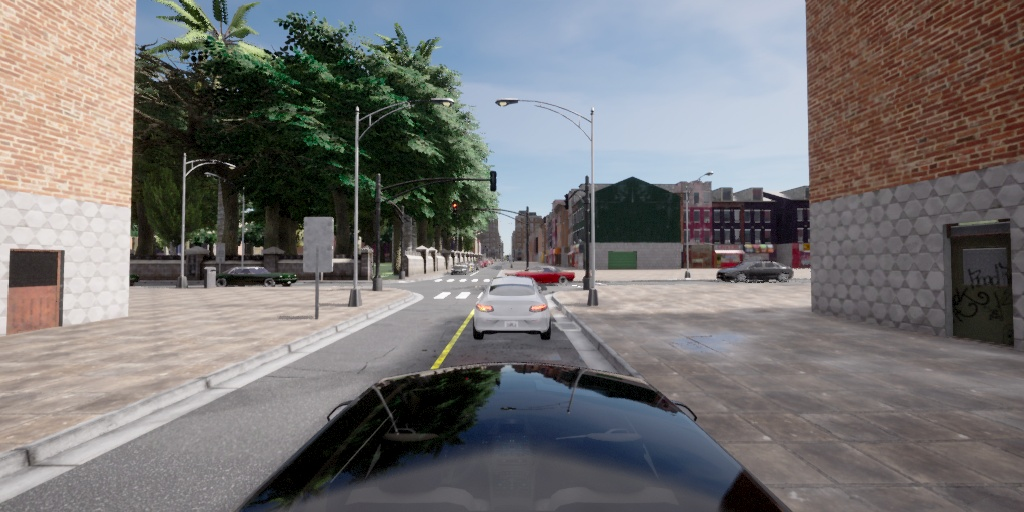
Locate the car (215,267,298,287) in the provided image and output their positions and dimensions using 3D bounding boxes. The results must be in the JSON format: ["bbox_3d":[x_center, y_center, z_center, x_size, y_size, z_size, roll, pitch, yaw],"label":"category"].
[{"bbox_3d":[-16.158,1.341,22.474,4.718,1.301,1.895,0,-1,0],"label":"car"}]

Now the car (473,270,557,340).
[{"bbox_3d":[0.017,1.279,9.894,1.812,1.442,4.674,0,0,1],"label":"car"}]

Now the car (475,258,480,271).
[{"bbox_3d":[-5.611,1.344,46.053,2.007,1.370,4.403,0,0,-1],"label":"car"}]

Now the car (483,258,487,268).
[{"bbox_3d":[-5.763,1.416,62.402,1.802,1.307,4.207,0,0,-1],"label":"car"}]

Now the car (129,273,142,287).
[{"bbox_3d":[-26.318,1.335,22.411,4.718,1.301,1.895,0,-1,0],"label":"car"}]

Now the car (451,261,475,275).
[{"bbox_3d":[-5.572,1.332,38.917,2.007,1.370,4.403,0,0,-1],"label":"car"}]

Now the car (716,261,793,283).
[{"bbox_3d":[17.285,1.137,25.643,4.892,1.490,1.837,-1,-1,0],"label":"car"}]

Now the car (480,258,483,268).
[{"bbox_3d":[-5.662,1.370,51.503,1.948,1.339,4.313,0,0,-1],"label":"car"}]

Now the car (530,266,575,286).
[{"bbox_3d":[1.766,1.341,23.979,4.718,1.301,1.895,0,-1,-27],"label":"car"}]
